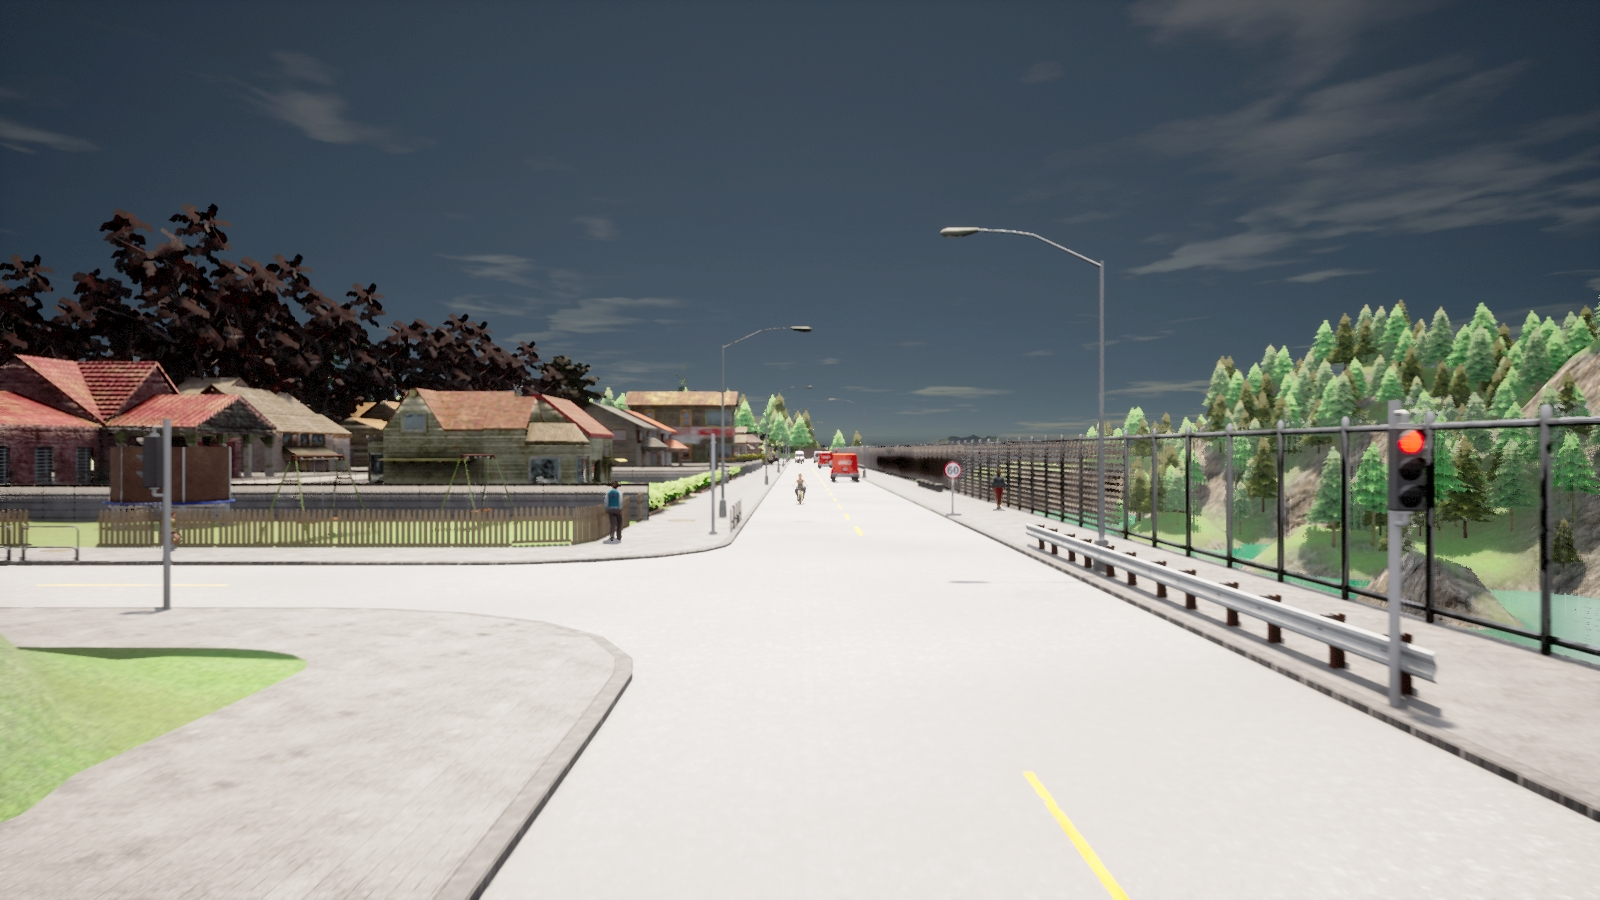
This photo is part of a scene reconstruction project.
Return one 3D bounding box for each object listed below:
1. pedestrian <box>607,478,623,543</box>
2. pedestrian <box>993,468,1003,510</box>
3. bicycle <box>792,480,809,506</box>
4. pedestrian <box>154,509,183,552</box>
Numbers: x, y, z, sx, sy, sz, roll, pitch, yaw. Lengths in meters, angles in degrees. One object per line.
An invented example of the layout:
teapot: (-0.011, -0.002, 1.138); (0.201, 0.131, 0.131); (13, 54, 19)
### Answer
pedestrian: (-5.382, 1.746, 33.203); (0.375, 1.860, 0.375); (0, 0, 7)
pedestrian: (8.809, 1.744, 50.795); (0.375, 1.860, 0.375); (0, 0, 1)
bicycle: (0.015, 2.159, 58.122); (0.859, 1.276, 1.487); (0, 0, 0)
pedestrian: (-16.747, 2.126, 30.321); (0.500, 1.100, 0.500); (0, 0, -3)
